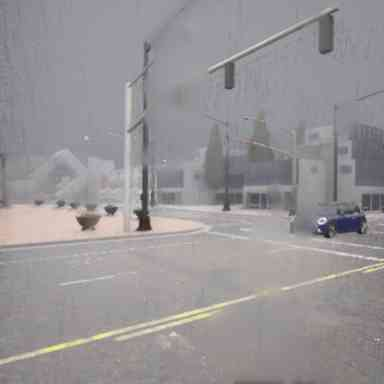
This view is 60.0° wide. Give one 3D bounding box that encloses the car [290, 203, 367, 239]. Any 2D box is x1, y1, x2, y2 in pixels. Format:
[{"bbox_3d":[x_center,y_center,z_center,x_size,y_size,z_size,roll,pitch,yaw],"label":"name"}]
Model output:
[{"bbox_3d":[7.303,1.395,17.681,4.553,1.767,2.097,1,0,-36],"label":"car"}]
